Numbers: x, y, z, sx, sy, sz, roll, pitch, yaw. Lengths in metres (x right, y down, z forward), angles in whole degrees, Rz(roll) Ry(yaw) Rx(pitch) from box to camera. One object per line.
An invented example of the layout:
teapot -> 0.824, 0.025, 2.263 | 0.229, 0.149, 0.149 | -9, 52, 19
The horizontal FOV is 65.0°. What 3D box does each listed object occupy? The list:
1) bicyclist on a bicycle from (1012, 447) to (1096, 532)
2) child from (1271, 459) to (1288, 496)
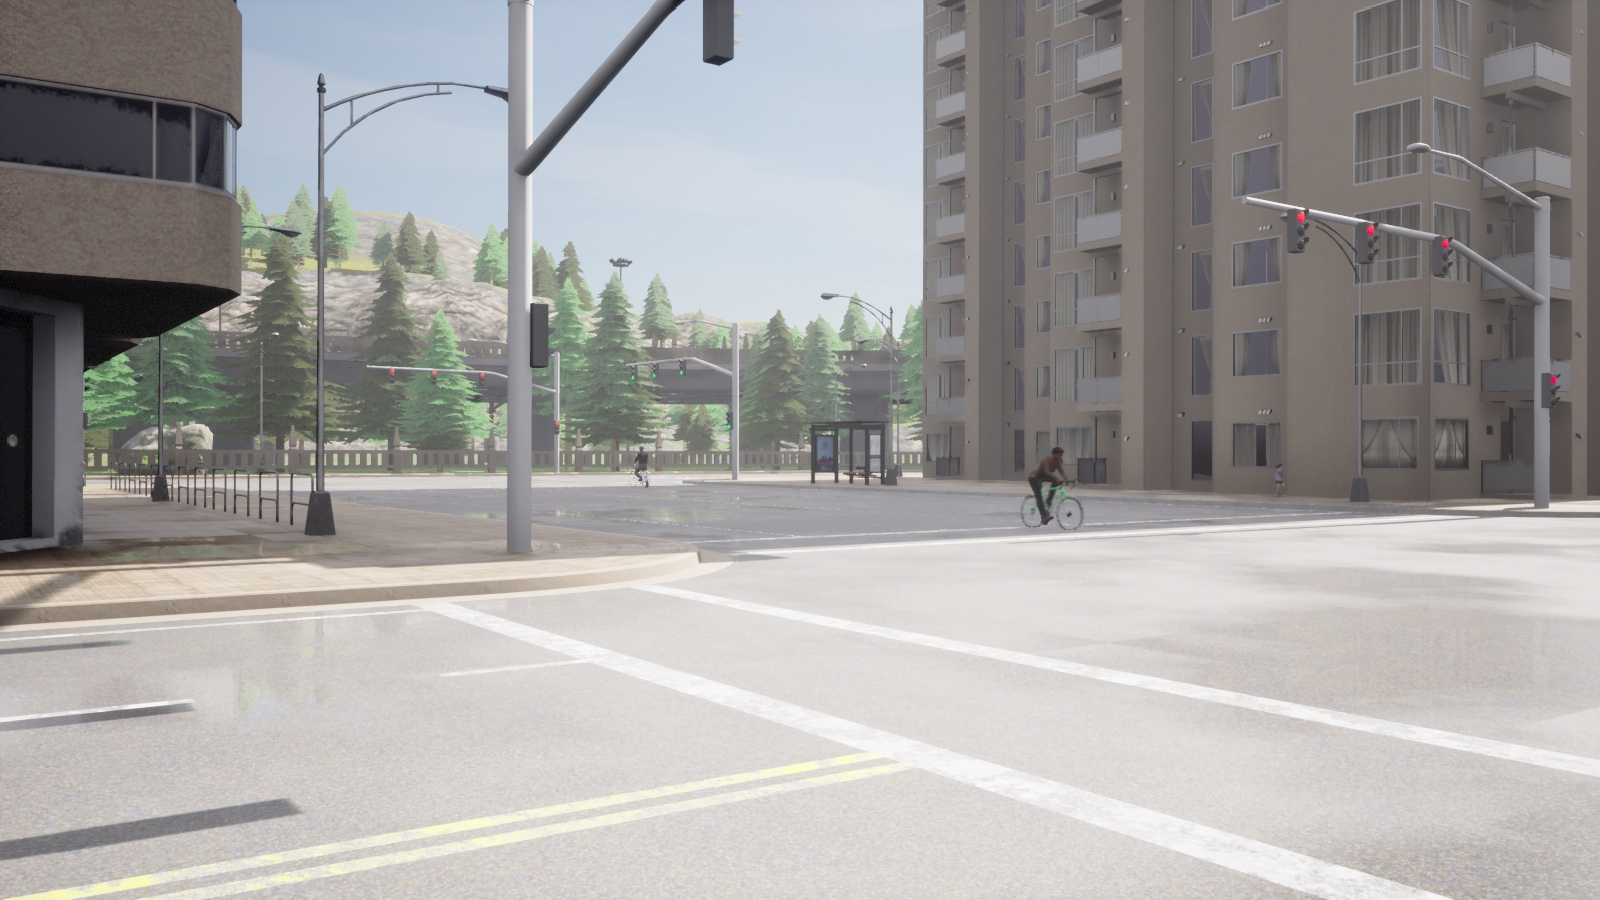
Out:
bicyclist on a bicycle -> 4.957, 0.747, 24.601 | 0.582, 1.620, 1.656 | 0, 0, -35
child -> 14.746, 0.847, 38.634 | 0.255, 1.110, 0.394 | 0, 0, -36
